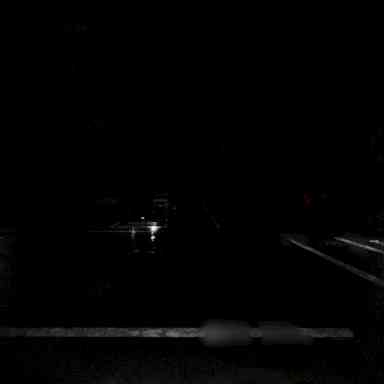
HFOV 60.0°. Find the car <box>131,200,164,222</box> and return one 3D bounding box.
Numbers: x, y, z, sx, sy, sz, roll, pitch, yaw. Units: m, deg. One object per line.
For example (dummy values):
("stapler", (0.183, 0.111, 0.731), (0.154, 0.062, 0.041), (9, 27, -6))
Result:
("car", (-3.603, 1.599, 26.604), (1.895, 1.301, 4.718), (0, 0, 0))

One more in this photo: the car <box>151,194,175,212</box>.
("car", (-3.595, 1.219, 39.513), (2.150, 2.045, 5.566), (0, 0, 0))

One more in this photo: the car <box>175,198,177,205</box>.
("car", (-3.552, 1.598, 56.747), (1.895, 1.301, 4.718), (0, 0, 1))

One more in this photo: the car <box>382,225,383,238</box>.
("car", (10.847, 1.366, 14.486), (4.553, 1.767, 2.097), (0, 0, -1))
